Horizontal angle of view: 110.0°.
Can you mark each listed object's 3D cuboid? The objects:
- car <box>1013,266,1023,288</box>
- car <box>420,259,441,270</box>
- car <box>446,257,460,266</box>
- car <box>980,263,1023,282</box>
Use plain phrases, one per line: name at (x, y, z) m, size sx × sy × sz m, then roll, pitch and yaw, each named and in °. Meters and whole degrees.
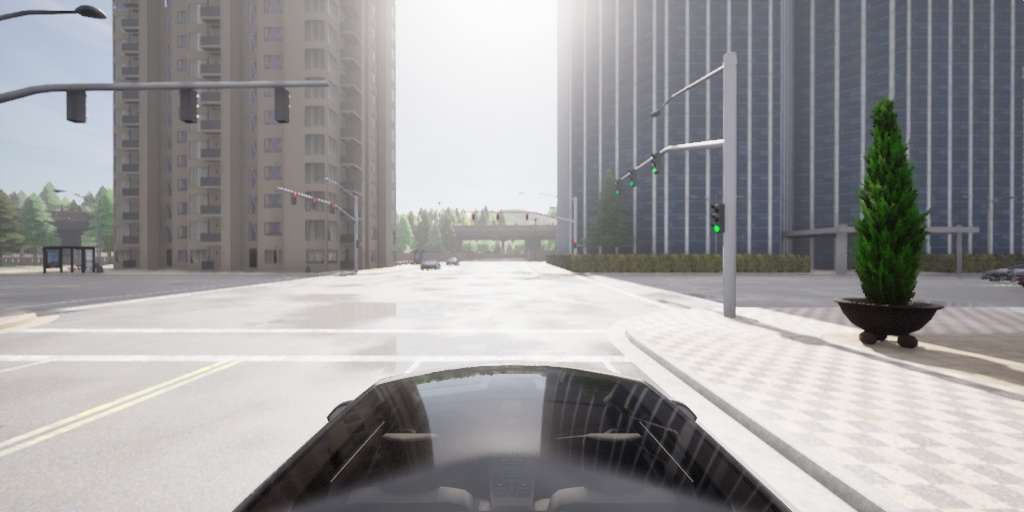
car at (28.918, 1.288, 17.971) m, size 4.718 × 1.301 × 1.895 m, roll 0°, pitch 0°, yaw -1°
car at (-10.574, 1.141, 46.716) m, size 1.994 × 1.385 × 4.181 m, roll 0°, pitch 0°, yaw 0°
car at (-10.530, 1.004, 63.860) m, size 2.128 × 1.511 × 4.902 m, roll 0°, pitch 0°, yaw 1°
car at (36.546, 1.207, 25.136) m, size 5.357 × 1.411 × 2.033 m, roll 0°, pitch 0°, yaw 0°
